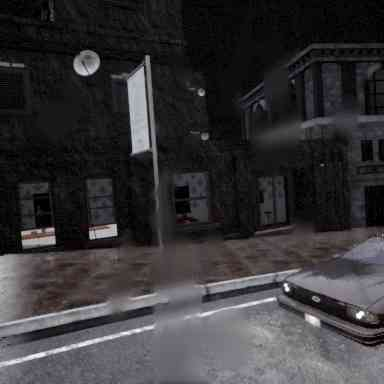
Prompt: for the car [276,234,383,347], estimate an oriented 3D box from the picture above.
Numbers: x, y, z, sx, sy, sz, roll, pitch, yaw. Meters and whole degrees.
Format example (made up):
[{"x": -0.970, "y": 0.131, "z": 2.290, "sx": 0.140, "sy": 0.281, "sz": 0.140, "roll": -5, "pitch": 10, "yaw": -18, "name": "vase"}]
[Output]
[{"x": 4.166, "y": 1.499, "z": 6.146, "sx": 5.357, "sy": 1.411, "sz": 2.033, "roll": 0, "pitch": 1, "yaw": -27, "name": "car"}]
